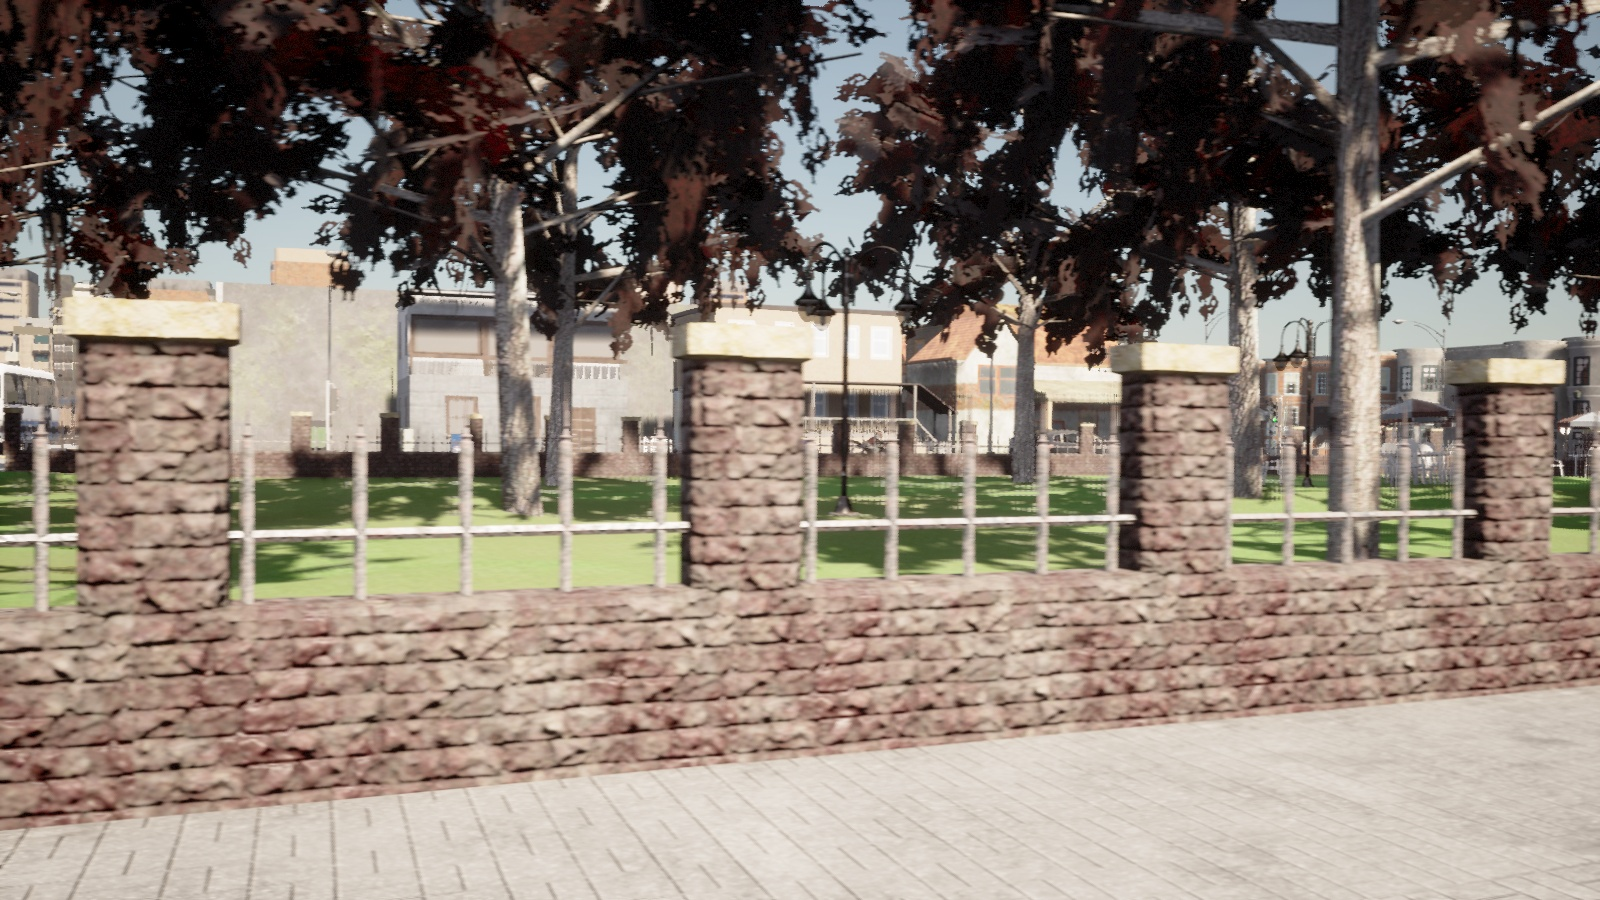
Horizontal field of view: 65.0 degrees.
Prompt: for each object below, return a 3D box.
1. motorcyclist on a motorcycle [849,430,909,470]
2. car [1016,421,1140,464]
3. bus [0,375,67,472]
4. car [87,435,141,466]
[{"bbox_3d":[3.096,0.003,49.320,2.191,1.530,0.866,-1,1,-21],"label":"motorcyclist on a motorcycle"},{"bbox_3d":[11.639,-0.328,52.577,4.611,1.667,2.242,-1,1,-24],"label":"car"},{"bbox_3d":[-38.330,-1.146,59.572,3.944,4.253,10.273,-1,0,-17],"label":"bus"},{"bbox_3d":[-38.371,-0.014,70.350,2.033,1.649,4.856,-1,1,-21],"label":"car"}]
